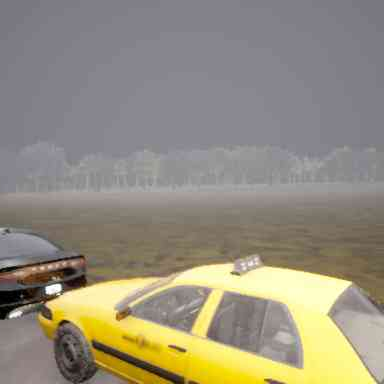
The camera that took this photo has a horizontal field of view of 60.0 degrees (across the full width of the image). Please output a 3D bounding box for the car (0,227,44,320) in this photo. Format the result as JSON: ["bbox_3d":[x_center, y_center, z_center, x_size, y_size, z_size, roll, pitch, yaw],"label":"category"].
[{"bbox_3d":[-4.361,1.502,7.123,5.008,1.535,1.882,0,0,36],"label":"car"}]

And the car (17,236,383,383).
[{"bbox_3d":[0.345,1.477,3.713,5.366,1.575,1.801,0,0,36],"label":"car"}]
